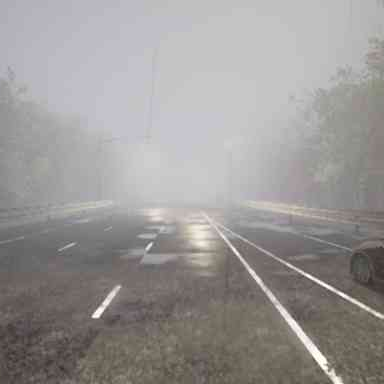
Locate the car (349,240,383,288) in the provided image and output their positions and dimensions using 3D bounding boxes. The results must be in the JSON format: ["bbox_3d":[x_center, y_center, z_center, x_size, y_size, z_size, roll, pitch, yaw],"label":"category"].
[{"bbox_3d":[5.186,1.456,6.640,2.033,1.649,4.856,0,0,-6],"label":"car"}]
